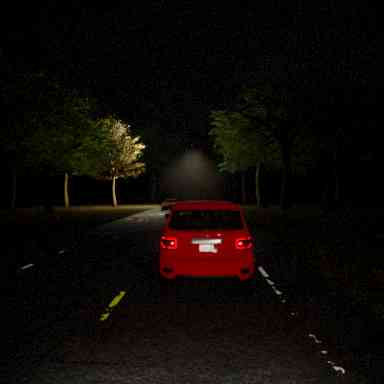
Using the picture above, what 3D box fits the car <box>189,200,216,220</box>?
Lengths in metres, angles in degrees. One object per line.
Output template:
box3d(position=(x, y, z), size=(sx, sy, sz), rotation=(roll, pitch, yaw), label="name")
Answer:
box3d(position=(0.919, 1.519, 29.189), size=(2.128, 1.511, 4.902), rotation=(0, 0, 1), label="car")

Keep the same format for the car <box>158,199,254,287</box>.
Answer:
box3d(position=(0.358, 1.230, 9.474), size=(2.150, 2.045, 5.566), rotation=(0, 0, 1), label="car")

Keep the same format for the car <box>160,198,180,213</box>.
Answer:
box3d(position=(-2.483, 1.551, 38.990), size=(1.882, 1.535, 5.008), rotation=(0, 0, 2), label="car")
